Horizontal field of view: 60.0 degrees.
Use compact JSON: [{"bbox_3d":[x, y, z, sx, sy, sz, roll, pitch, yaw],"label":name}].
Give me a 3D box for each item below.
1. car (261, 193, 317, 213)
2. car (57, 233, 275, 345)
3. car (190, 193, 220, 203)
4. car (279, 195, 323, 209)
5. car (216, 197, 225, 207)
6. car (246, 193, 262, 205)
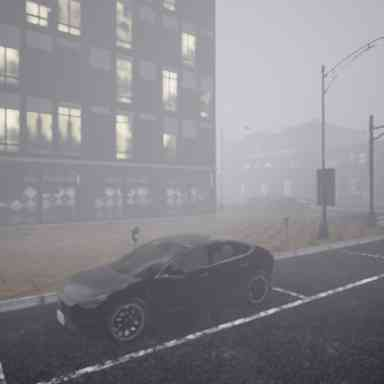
[{"bbox_3d":[8.867,1.075,30.076,1.812,1.442,4.674,0,1,-36],"label":"car"},{"bbox_3d":[-0.245,1.536,6.382,4.313,1.339,1.947,-1,1,-36],"label":"car"},{"bbox_3d":[1.869,0.833,49.377,2.008,1.369,4.403,1,0,-36],"label":"car"},{"bbox_3d":[11.727,1.071,35.973,1.802,1.307,4.206,1,0,-36],"label":"car"},{"bbox_3d":[1.689,1.036,35.477,1.802,1.307,4.206,1,0,-36],"label":"car"},{"bbox_3d":[8.441,0.861,40.442,1.967,1.590,4.097,1,0,-36],"label":"car"}]
